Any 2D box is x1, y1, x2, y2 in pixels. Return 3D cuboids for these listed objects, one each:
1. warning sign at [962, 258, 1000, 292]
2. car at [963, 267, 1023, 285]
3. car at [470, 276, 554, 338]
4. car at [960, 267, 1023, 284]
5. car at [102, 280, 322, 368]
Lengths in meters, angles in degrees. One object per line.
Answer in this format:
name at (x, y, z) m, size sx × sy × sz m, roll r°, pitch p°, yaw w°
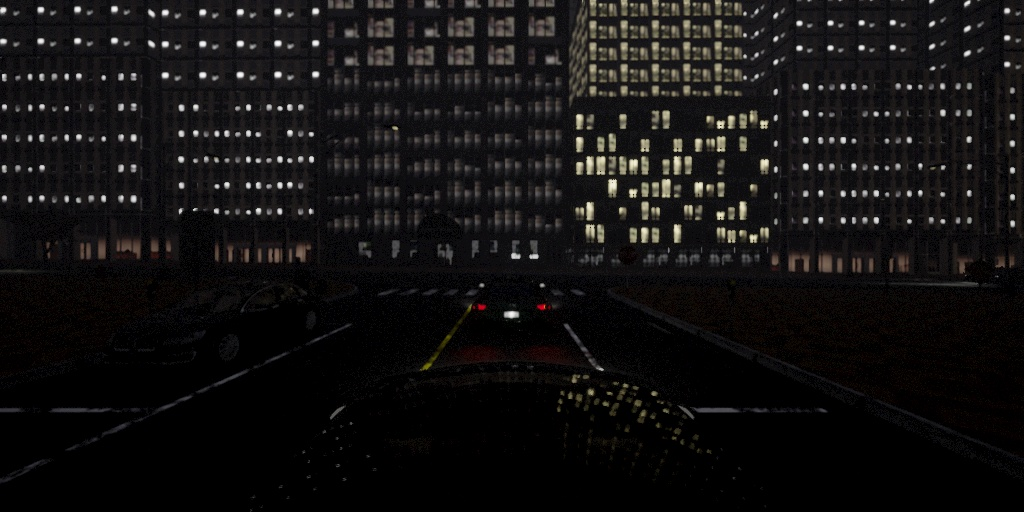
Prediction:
warning sign at (26.589, 1.059, 20.368) m, size 1.060 × 1.860 × 1.300 m, roll 0°, pitch 0°, yaw 1°
car at (41.188, 1.675, 29.614) m, size 4.902 × 1.511 × 2.128 m, roll 1°, pitch 0°, yaw 1°
car at (0.000, 1.232, 9.852) m, size 1.994 × 1.385 × 4.181 m, roll 0°, pitch 1°, yaw 0°
car at (44.997, 1.793, 32.790) m, size 5.357 × 1.411 × 2.033 m, roll 1°, pitch 0°, yaw 1°
car at (-5.821, 1.240, 7.686) m, size 2.007 × 1.370 × 4.403 m, roll 0°, pitch 0°, yaw 0°
